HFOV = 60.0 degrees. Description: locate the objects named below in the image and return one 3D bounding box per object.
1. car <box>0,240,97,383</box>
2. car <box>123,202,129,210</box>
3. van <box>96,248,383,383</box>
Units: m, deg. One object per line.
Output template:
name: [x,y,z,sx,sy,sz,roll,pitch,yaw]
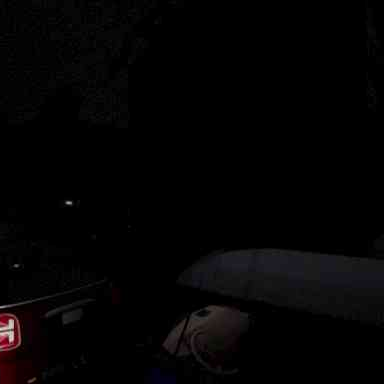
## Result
car: [-2.934,1.437,4.908,4.097,1.590,1.967,0,0,35]
car: [-6.594,1.458,42.132,1.812,1.442,4.674,0,0,35]
van: [1.494,1.341,1.753,3.998,1.788,1.690,0,0,35]
